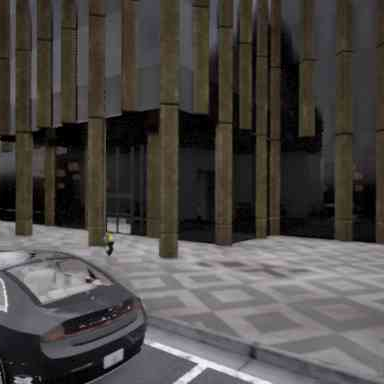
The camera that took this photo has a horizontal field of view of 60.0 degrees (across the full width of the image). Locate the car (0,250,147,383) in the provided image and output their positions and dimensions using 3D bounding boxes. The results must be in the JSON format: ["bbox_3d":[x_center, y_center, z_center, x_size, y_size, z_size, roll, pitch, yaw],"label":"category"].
[{"bbox_3d":[-2.615,1.530,4.820,4.403,1.369,2.008,0,0,35],"label":"car"}]
